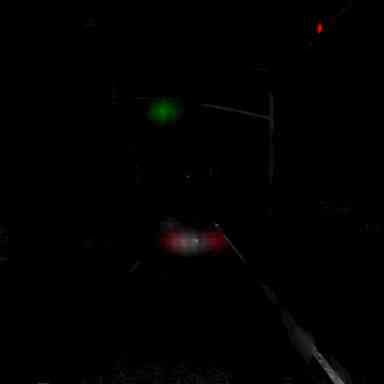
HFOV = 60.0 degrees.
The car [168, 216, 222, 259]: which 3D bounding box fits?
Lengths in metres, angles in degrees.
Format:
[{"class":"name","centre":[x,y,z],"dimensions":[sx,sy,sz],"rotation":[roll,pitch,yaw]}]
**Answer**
[{"class":"car","centre":[0.098,1.615,12.805],"dimensions":[2.033,1.411,5.357],"rotation":[0,0,0]}]

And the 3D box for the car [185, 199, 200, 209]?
[{"class":"car","centre":[0.078,1.787,48.991],"dimensions":[1.812,1.442,4.674],"rotation":[0,0,0]}]
